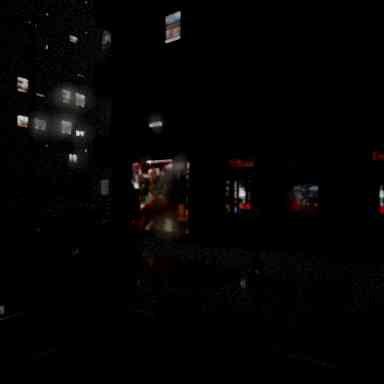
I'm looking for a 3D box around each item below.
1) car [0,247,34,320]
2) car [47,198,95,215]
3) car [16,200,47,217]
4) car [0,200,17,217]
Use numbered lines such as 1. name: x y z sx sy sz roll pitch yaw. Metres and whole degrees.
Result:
1. car: -4.692 1.554 6.219 4.403 1.369 2.008 0 0 35
2. car: -11.171 1.258 30.653 1.752 1.417 4.829 1 1 35
3. car: -14.259 1.358 26.227 2.008 1.369 4.403 1 1 35
4. car: -12.574 1.410 18.177 1.837 1.490 4.892 -3 0 23
